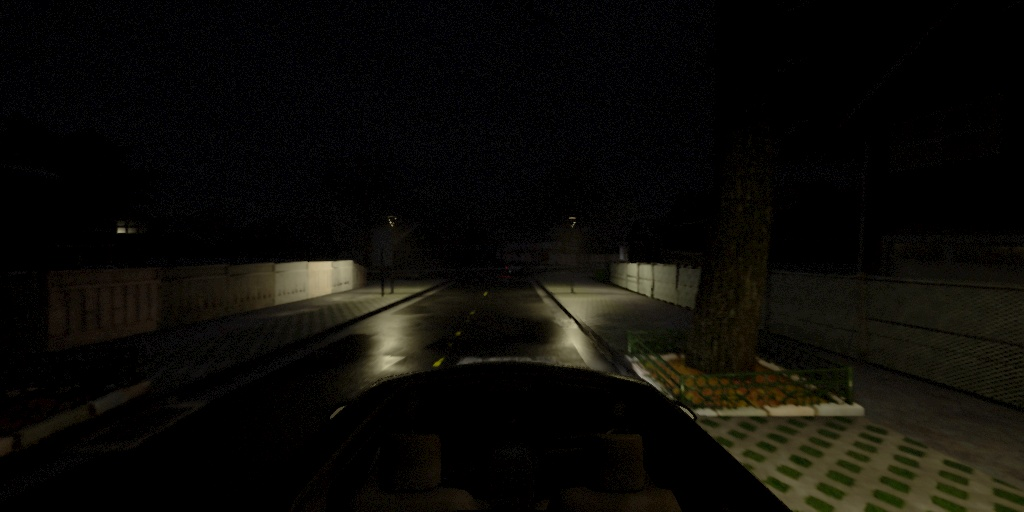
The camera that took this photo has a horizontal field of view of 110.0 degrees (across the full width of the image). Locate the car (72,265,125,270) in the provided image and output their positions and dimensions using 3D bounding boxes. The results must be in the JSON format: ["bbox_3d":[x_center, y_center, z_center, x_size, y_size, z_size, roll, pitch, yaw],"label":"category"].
[{"bbox_3d":[-30.470,1.373,26.863,4.674,1.442,1.812,0,3,-13],"label":"car"}]

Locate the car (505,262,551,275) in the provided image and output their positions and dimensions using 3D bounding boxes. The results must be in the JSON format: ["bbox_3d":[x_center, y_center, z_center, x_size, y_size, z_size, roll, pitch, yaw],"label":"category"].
[{"bbox_3d":[1.774,1.323,38.190,4.718,1.301,1.895,0,2,-27],"label":"car"}]
